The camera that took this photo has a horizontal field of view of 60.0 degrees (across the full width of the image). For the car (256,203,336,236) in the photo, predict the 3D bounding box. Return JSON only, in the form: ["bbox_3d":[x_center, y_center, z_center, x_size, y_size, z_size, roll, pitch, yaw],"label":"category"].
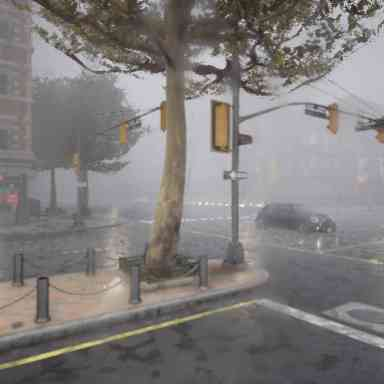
[{"bbox_3d":[5.971,1.447,19.452,2.097,1.767,4.553,1,0,-36],"label":"car"}]
